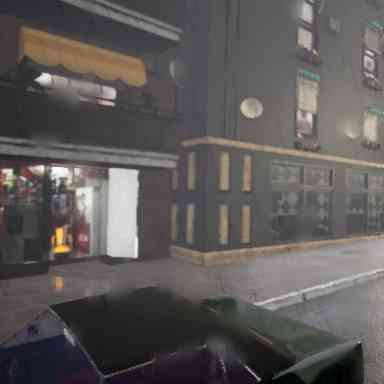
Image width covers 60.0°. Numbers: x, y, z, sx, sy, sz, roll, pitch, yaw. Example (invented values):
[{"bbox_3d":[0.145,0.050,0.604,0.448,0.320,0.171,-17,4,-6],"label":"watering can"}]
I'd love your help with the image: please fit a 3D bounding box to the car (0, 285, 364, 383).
[{"bbox_3d":[-0.784,1.600,2.504,4.718,1.301,1.895,0,0,-35],"label":"car"}]
